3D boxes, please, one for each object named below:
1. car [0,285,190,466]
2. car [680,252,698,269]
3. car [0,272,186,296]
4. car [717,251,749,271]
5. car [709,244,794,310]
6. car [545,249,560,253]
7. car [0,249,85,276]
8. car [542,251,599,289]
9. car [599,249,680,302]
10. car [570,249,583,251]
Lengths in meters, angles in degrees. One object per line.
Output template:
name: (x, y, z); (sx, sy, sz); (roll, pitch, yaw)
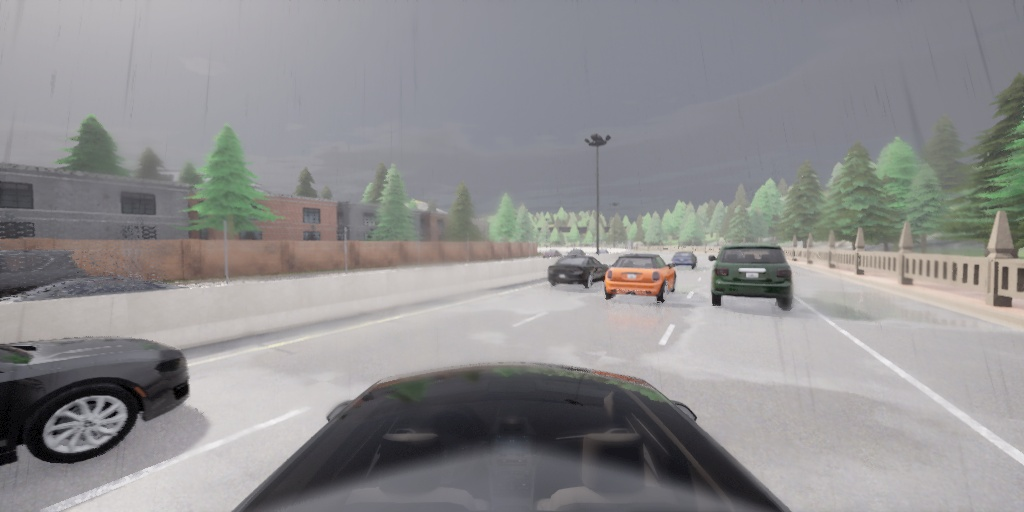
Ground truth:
car: (-5.620, 1.270, 2.632); (1.837, 1.490, 4.892); (1, 2, 30)
car: (14.970, 0.320, 31.151); (2.033, 1.411, 5.357); (1, 2, 30)
car: (-10.428, 1.190, 8.691); (1.994, 1.385, 4.181); (1, 2, 30)
car: (18.051, 0.344, 29.489); (2.033, 1.411, 5.357); (1, 2, 30)
car: (8.423, 0.579, 12.882); (2.150, 2.045, 5.566); (1, 2, 30)
car: (5.834, -0.218, 51.585); (1.812, 1.442, 4.674); (0, 2, 24)
car: (-14.477, 0.879, 8.681); (2.150, 2.045, 5.566); (1, 2, 30)
car: (3.539, 0.711, 18.415); (1.882, 1.535, 5.008); (1, 2, 30)
car: (5.281, 0.688, 14.444); (2.097, 1.767, 4.553); (1, 2, 30)
car: (8.909, -0.215, 49.913); (1.837, 1.490, 4.892); (0, 1, 24)
